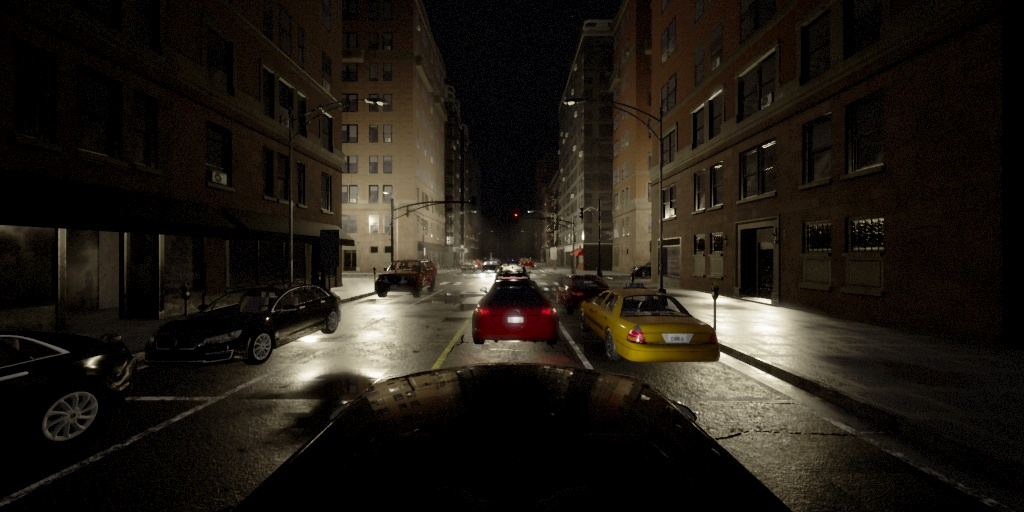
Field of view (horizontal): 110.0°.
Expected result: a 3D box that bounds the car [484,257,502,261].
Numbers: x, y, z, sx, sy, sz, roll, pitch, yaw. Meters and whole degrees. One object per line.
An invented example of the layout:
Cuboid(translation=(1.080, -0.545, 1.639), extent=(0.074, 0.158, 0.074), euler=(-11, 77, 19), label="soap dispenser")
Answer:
Cuboid(translation=(-2.732, 1.231, 54.895), extent=(2.128, 1.511, 4.902), euler=(0, 0, 0), label="car")

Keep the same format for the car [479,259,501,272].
Cuboid(translation=(-2.760, 1.344, 45.326), extent=(1.895, 1.301, 4.718), euler=(0, 0, 0), label="car")

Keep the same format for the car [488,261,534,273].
Cuboid(translation=(0.035, 1.239, 19.420), extent=(2.128, 1.511, 4.902), euler=(0, 0, 0), label="car")

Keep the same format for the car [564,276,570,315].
Cuboid(translation=(2.659, 1.330, 13.281), extent=(1.802, 1.307, 4.207), euler=(0, 0, 0), label="car")

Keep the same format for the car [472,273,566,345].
Cuboid(translation=(0.082, 1.313, 9.550), extent=(1.994, 1.385, 4.181), euler=(0, 0, 0), label="car")

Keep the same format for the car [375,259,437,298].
Cuboid(translation=(-5.354, 1.062, 18.719), extent=(2.192, 1.841, 5.009), euler=(0, 0, 0), label="car")

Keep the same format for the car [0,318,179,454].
Cuboid(translation=(-5.388, 1.300, 2.481), extent=(2.007, 1.370, 4.403), euler=(0, 0, 0), label="car")

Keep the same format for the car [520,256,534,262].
Cuboid(translation=(2.760, 1.176, 61.521), extent=(1.967, 1.591, 4.097), euler=(0, 0, 0), label="car")

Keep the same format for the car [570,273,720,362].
Cuboid(translation=(2.648, 1.275, 8.038), extent=(1.751, 1.417, 4.829), euler=(0, 0, 0), label="car")

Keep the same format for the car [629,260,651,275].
Cuboid(translation=(13.234, 1.164, 33.268), extent=(4.553, 1.767, 2.097), euler=(0, 0, 0), label="car")

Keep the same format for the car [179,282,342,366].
Cuboid(translation=(-5.377, 1.300, 7.894), extent=(2.007, 1.370, 4.403), euler=(0, 0, 0), label="car")

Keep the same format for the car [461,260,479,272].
Cuboid(translation=(-5.299, 1.293, 45.182), extent=(2.007, 1.370, 4.403), euler=(0, 0, 0), label="car")
